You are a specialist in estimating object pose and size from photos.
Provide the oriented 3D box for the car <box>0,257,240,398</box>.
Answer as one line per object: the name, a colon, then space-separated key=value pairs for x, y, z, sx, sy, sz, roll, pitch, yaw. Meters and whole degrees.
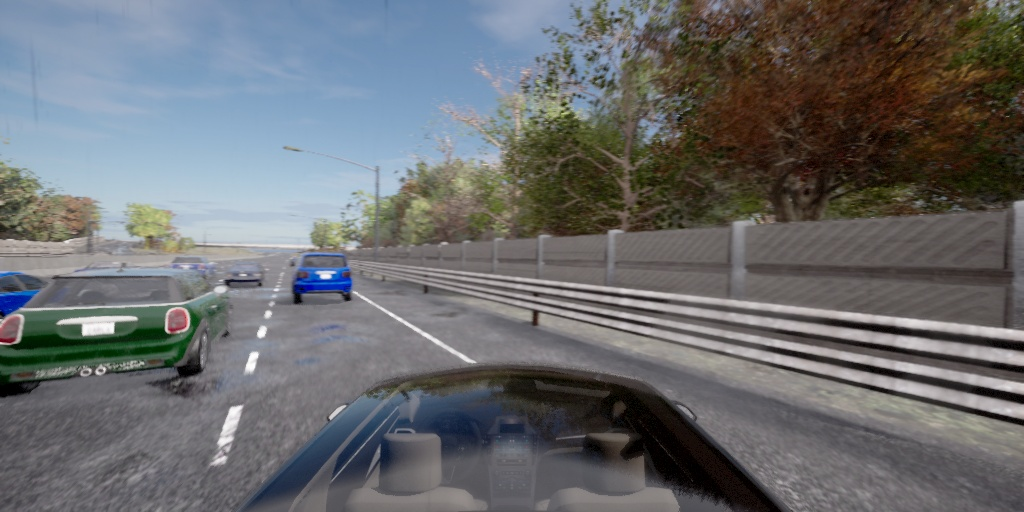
car: x=-6.733 y=0.995 z=6.678 sx=2.097 sy=1.767 sz=4.553 roll=1 pitch=0 yaw=-32

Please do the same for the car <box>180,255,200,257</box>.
car: x=-22.170 y=0.791 z=24.925 sx=2.097 sy=1.767 sz=4.553 roll=1 pitch=0 yaw=-32

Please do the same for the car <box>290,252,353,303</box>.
car: x=-8.685 y=0.876 z=16.279 sx=2.150 sy=2.045 sz=5.566 roll=1 pitch=0 yaw=-32

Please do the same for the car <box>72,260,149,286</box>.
car: x=-24.602 y=0.977 z=22.206 sx=1.895 sy=1.301 sz=4.718 roll=1 pitch=0 yaw=-32

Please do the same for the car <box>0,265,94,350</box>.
car: x=-11.429 y=1.033 z=7.610 sx=1.882 sy=1.535 sz=5.008 roll=1 pitch=0 yaw=-32

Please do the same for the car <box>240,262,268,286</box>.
car: x=-16.312 y=1.086 z=22.108 sx=2.033 sy=1.411 sz=5.357 roll=1 pitch=0 yaw=-32
